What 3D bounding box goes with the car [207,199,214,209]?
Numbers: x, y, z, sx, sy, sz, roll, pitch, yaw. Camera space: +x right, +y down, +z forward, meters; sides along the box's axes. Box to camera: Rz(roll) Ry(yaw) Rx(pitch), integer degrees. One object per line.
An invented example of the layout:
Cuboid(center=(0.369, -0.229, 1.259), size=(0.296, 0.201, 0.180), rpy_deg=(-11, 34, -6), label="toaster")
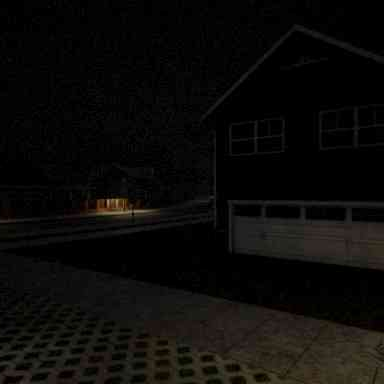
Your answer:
Cuboid(center=(3.479, 1.707, 47.844), size=(1.837, 1.490, 4.892), rpy_deg=(0, 0, 15), label="car")
